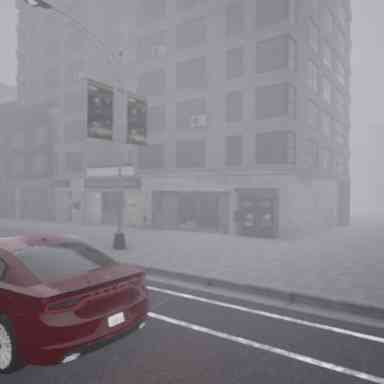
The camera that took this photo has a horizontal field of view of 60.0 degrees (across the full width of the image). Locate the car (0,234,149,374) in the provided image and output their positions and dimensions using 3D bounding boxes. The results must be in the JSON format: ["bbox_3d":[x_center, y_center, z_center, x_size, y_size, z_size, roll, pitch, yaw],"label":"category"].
[{"bbox_3d":[-2.984,1.476,5.689,5.008,1.535,1.882,0,0,35],"label":"car"}]
